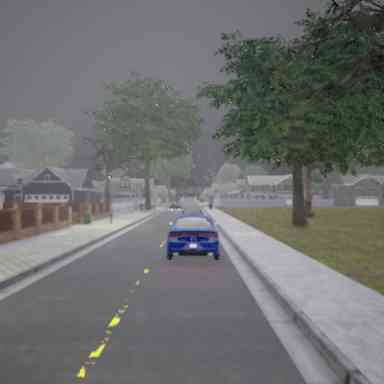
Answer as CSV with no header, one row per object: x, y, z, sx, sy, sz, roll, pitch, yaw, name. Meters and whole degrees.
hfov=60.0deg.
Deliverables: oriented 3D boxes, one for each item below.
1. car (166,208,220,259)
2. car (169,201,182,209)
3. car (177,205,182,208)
0.053,1.643,13.389,1.882,1.535,5.008,0,-1,0,car
-2.795,2.263,57.008,1.994,1.385,4.181,0,-1,0,car
0.039,1.930,26.700,1.895,1.301,4.718,0,-1,1,car
